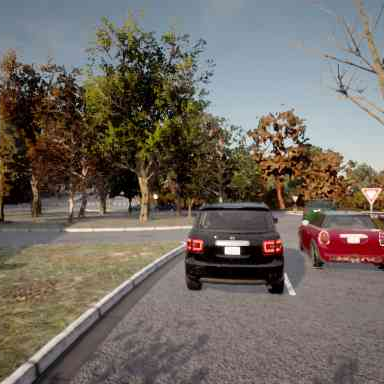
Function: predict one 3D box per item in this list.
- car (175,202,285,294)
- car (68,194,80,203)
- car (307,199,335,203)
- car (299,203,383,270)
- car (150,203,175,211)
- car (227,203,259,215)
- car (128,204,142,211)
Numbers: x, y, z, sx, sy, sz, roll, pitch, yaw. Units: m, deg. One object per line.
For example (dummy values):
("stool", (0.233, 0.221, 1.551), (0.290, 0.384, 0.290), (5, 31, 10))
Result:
("car", (1.211, 1.269, 9.167), (2.150, 2.045, 5.566), (0, -1, 9))
("car", (-31.236, 2.001, 86.943), (1.946, 1.575, 5.366), (0, 2, -11))
("car", (9.143, 1.504, 23.378), (2.150, 2.045, 5.566), (-1, -2, 25))
("car", (5.006, 1.416, 11.542), (2.097, 1.767, 4.553), (0, -1, 11))
("car", (-4.188, 2.647, 56.938), (4.892, 1.490, 1.837), (-1, -2, 26))
("car", (7.294, 2.412, 48.177), (2.128, 1.511, 4.902), (1, -2, -28))
("car", (-8.912, 2.784, 60.697), (5.357, 1.411, 2.033), (0, -1, 1))
